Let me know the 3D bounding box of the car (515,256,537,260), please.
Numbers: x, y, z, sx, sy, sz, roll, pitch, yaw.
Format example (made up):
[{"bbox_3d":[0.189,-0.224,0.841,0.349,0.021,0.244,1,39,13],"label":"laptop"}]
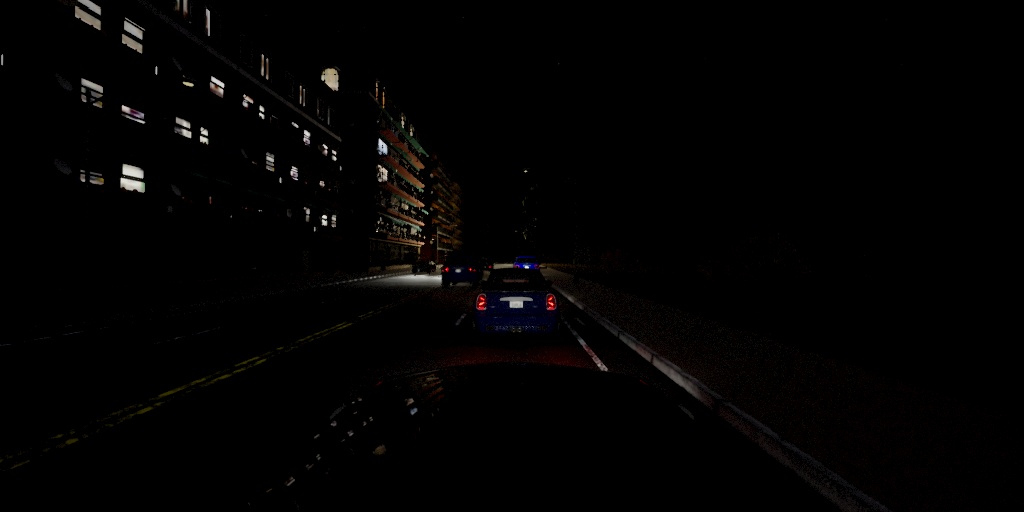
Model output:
[{"bbox_3d":[1.150,0.979,30.103,2.150,2.045,5.566,0,0,0],"label":"car"}]

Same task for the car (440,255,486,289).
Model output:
[{"bbox_3d":[-3.141,0.973,23.627,2.150,2.045,5.566,0,0,0],"label":"car"}]

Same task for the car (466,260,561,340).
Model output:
[{"bbox_3d":[0.102,1.104,10.150,2.097,1.767,4.553,0,0,0],"label":"car"}]

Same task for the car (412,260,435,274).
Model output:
[{"bbox_3d":[-9.833,1.245,40.284,2.128,1.511,4.902,0,0,0],"label":"car"}]
